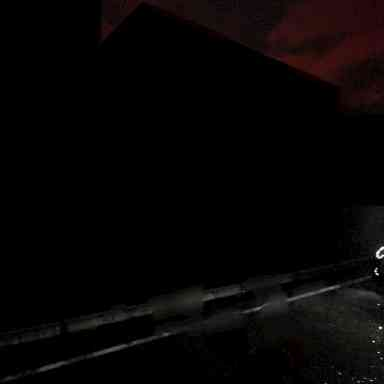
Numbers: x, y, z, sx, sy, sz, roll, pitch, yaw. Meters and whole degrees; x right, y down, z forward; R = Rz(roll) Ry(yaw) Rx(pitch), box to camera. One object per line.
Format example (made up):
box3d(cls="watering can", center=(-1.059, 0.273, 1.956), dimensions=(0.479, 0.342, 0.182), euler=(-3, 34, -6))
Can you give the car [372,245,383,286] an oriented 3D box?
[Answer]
box3d(cls="car", center=(6.560, 1.477, 8.469), dimensions=(4.553, 1.767, 2.097), euler=(1, -1, -36))
